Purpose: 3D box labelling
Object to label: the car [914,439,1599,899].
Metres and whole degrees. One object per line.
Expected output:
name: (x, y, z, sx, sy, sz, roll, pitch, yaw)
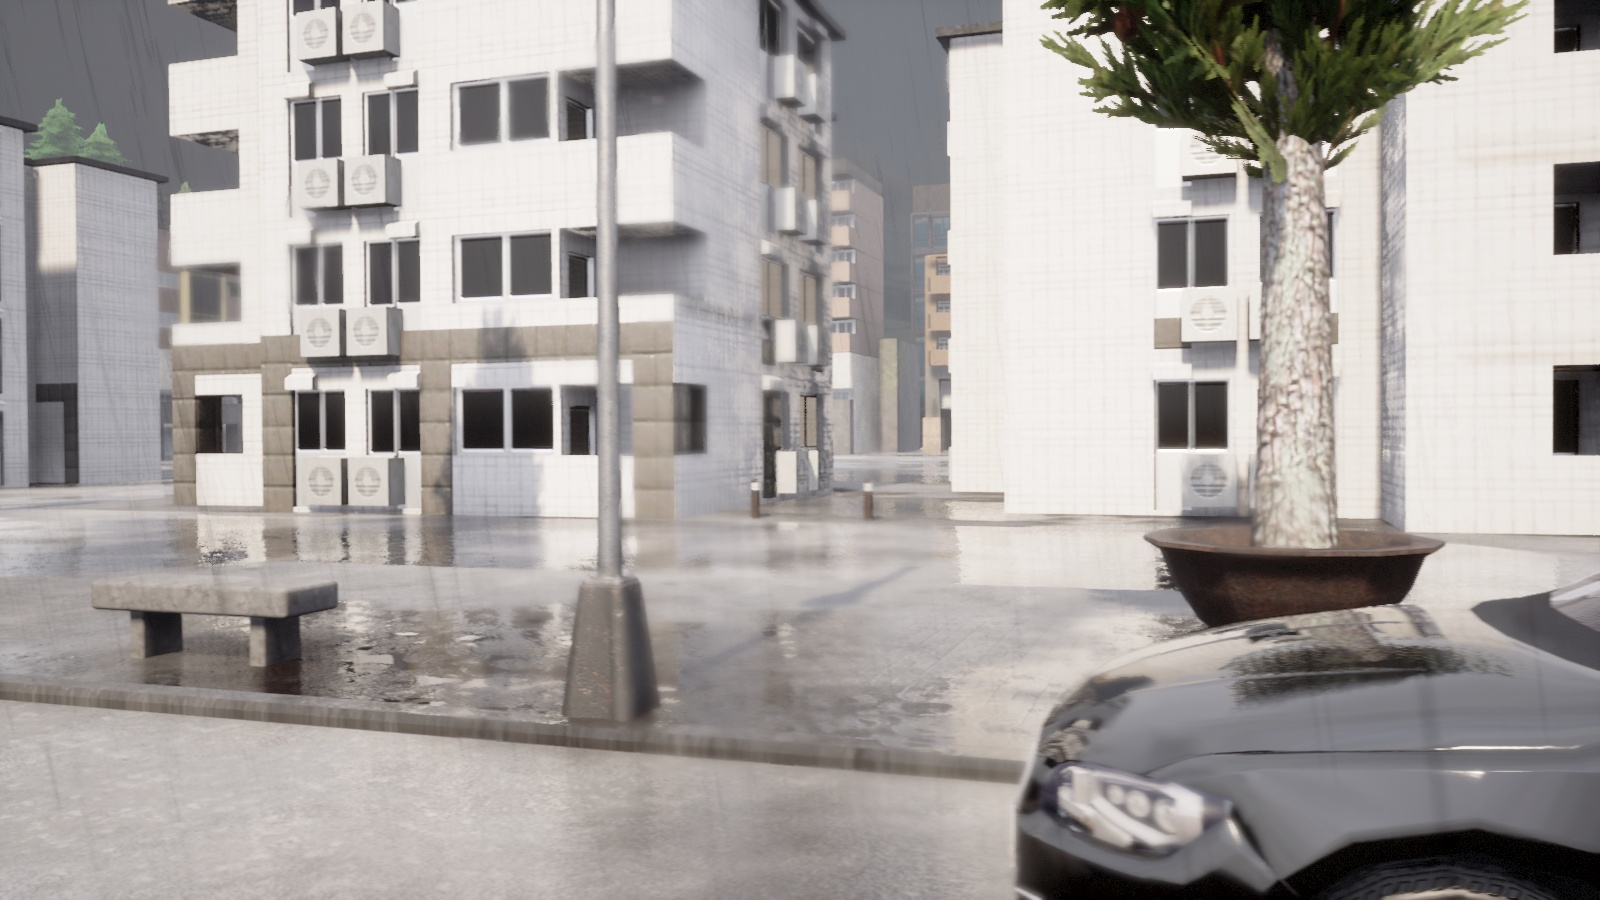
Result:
car: (2.892, 0.746, 2.747, 4.902, 1.511, 2.128, 0, 1, 19)
